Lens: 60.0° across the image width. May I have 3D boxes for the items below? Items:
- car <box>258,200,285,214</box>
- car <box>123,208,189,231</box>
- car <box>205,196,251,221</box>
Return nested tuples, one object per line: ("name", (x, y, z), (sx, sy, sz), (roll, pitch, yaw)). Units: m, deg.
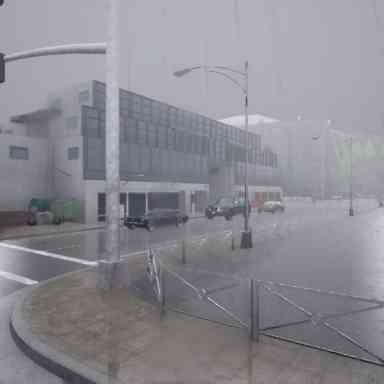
("car", (9.188, 1.702, 38.263), (1.812, 1.442, 4.674), (0, 0, 36))
("car", (-2.315, 1.777, 22.159), (1.895, 1.301, 4.718), (0, 0, 35))
("car", (3.414, 1.398, 30.189), (2.150, 2.045, 5.566), (0, 0, 36))
